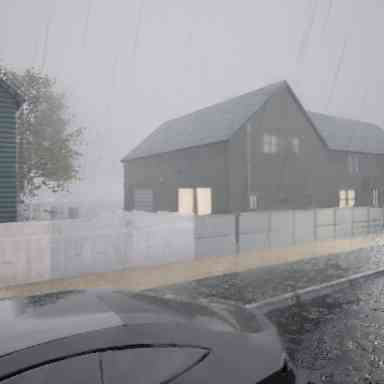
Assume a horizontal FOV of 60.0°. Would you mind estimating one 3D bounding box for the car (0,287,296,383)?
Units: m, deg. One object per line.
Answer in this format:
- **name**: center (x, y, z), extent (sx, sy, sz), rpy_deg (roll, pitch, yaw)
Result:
- **car**: center (-1.249, 1.526, 2.189), extent (4.674, 1.442, 1.812), rpy_deg (0, 0, -35)
